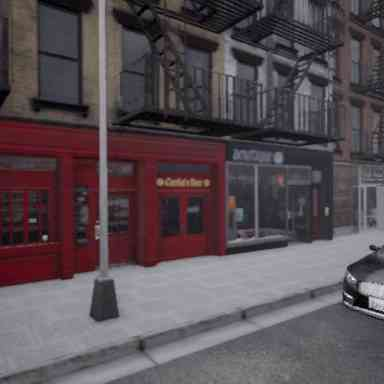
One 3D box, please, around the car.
[{"bbox_3d":[4.919,1.484,6.581,4.902,1.511,2.128,0,0,-35],"label":"car"}]
